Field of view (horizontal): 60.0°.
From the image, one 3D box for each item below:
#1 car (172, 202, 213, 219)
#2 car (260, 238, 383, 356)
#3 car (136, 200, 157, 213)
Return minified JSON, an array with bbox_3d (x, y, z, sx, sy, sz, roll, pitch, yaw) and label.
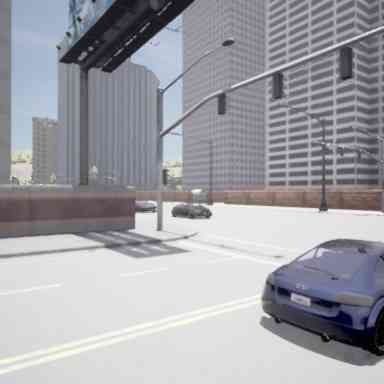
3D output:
[{"bbox_3d":[-0.036,1.595,29.417,1.994,1.385,4.181,0,0,-35],"label":"car"},{"bbox_3d":[3.229,1.576,6.156,4.181,1.385,1.994,0,0,-37],"label":"car"},{"bbox_3d":[-5.615,1.579,37.321,2.033,1.411,5.357,0,0,-35],"label":"car"}]
